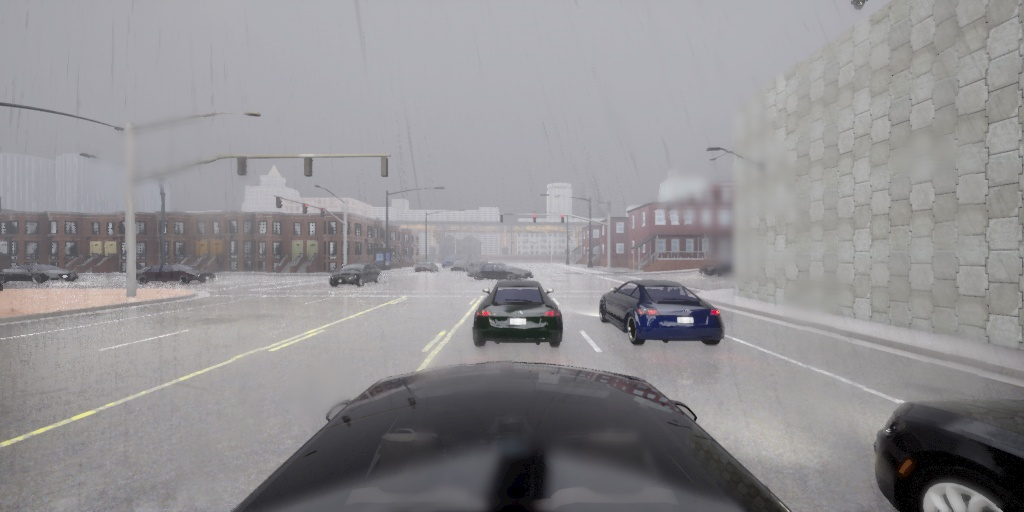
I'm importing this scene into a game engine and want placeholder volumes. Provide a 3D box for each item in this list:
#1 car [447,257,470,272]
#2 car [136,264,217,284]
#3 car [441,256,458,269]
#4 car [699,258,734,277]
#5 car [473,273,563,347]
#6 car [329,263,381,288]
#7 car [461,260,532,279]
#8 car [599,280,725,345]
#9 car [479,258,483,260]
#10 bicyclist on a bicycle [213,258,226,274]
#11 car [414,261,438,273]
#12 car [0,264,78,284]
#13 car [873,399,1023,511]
[{"bbox_3d":[-6.587,1.252,45.688,1.837,1.490,4.892,0,1,1],"label":"car"},{"bbox_3d":[-24.901,1.297,26.294,5.357,1.411,2.033,0,0,0],"label":"car"},{"bbox_3d":[-9.929,0.968,58.324,2.150,2.045,5.566,0,0,1],"label":"car"},{"bbox_3d":[18.521,0.855,29.628,5.357,1.411,2.033,-5,0,1],"label":"car"},{"bbox_3d":[0.160,1.314,9.365,1.994,1.385,4.181,0,0,1],"label":"car"},{"bbox_3d":[-10.343,1.255,24.037,1.837,1.490,4.892,0,0,1],"label":"car"},{"bbox_3d":[-1.056,1.297,28.510,5.357,1.411,2.033,0,0,29],"label":"car"},{"bbox_3d":[3.663,1.314,9.526,1.994,1.385,4.181,0,0,1],"label":"car"},{"bbox_3d":[-6.411,1.313,59.404,1.994,1.385,4.181,0,0,1],"label":"car"},{"bbox_3d":[-30.407,1.053,37.326,0.582,1.620,1.656,0,0,0],"label":"bicyclist on a bicycle"},{"bbox_3d":[-10.162,1.314,42.715,1.994,1.385,4.181,0,0,1],"label":"car"},{"bbox_3d":[-34.866,1.314,26.379,4.181,1.385,1.994,0,0,1],"label":"car"},{"bbox_3d":[3.585,1.255,0.613,1.837,1.490,4.892,0,0,1],"label":"car"}]
